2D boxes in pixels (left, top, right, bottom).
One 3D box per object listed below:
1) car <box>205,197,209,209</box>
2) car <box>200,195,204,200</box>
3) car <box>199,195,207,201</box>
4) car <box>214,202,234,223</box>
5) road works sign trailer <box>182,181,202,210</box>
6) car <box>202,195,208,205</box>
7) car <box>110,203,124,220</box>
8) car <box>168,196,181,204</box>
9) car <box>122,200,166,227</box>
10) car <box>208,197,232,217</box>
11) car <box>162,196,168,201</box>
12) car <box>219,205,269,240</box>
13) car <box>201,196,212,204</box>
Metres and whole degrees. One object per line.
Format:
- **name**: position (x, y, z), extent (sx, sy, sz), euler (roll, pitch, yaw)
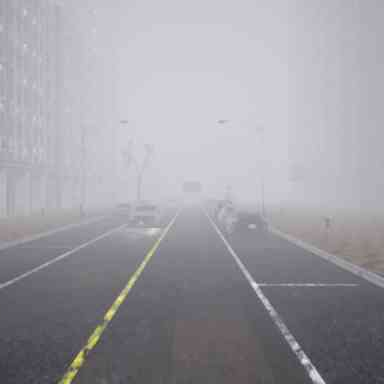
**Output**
- **car**: position (2.685, 1.539, 33.786), extent (1.947, 1.339, 4.313), euler (-1, 0, 0)
- **car**: position (2.687, 1.497, 56.357), extent (1.887, 1.381, 4.507), euler (-1, 0, 0)
- **car**: position (2.689, 1.467, 84.571), extent (1.887, 1.381, 4.507), euler (-1, 0, 0)
- **car**: position (2.684, 1.565, 22.501), extent (1.802, 1.307, 4.206), euler (-1, 0, 0)
- **road works sign trailer**: position (0.004, 0.431, 41.335), extent (2.380, 3.560, 2.880), euler (0, 0, 0)
- **car**: position (2.686, 1.529, 45.072), extent (1.947, 1.339, 4.313), euler (-1, 0, 0)
- **car**: position (-5.696, 1.560, 28.145), extent (1.802, 1.307, 4.206), euler (-1, 0, 0)
- **car**: position (-3.015, 1.546, 63.387), extent (1.895, 1.301, 4.718), euler (0, 0, 1)
- **car**: position (-3.098, 1.530, 23.021), extent (2.033, 1.411, 5.357), euler (0, 0, 0)
- **car**: position (2.683, 1.418, 28.143), extent (1.967, 1.590, 4.097), euler (-1, 0, 0)
- **car**: position (-5.692, 1.486, 73.275), extent (2.008, 1.369, 4.403), euler (-1, 0, 0)
- **car**: position (2.684, 1.553, 16.858), extent (1.947, 1.339, 4.313), euler (-1, 0, 0)
- **car**: position (2.687, 1.472, 62.170), extent (1.752, 1.417, 4.829), euler (-1, 0, 0)
